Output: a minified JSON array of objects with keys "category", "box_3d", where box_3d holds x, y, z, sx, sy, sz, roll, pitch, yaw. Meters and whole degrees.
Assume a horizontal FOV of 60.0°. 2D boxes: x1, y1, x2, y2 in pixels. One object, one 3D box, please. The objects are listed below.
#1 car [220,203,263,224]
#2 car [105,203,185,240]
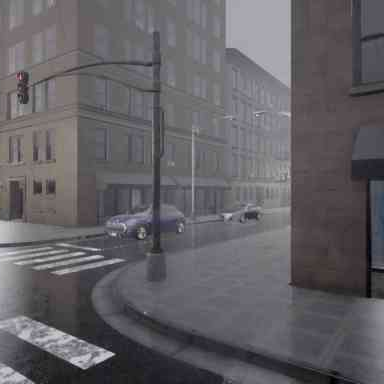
[{"category":"car","box_3d":[3.990,1.633,26.451,2.128,1.511,4.902,0,0,35]},{"category":"car","box_3d":[-2.365,1.432,17.561,2.097,1.767,4.553,0,0,36]}]
